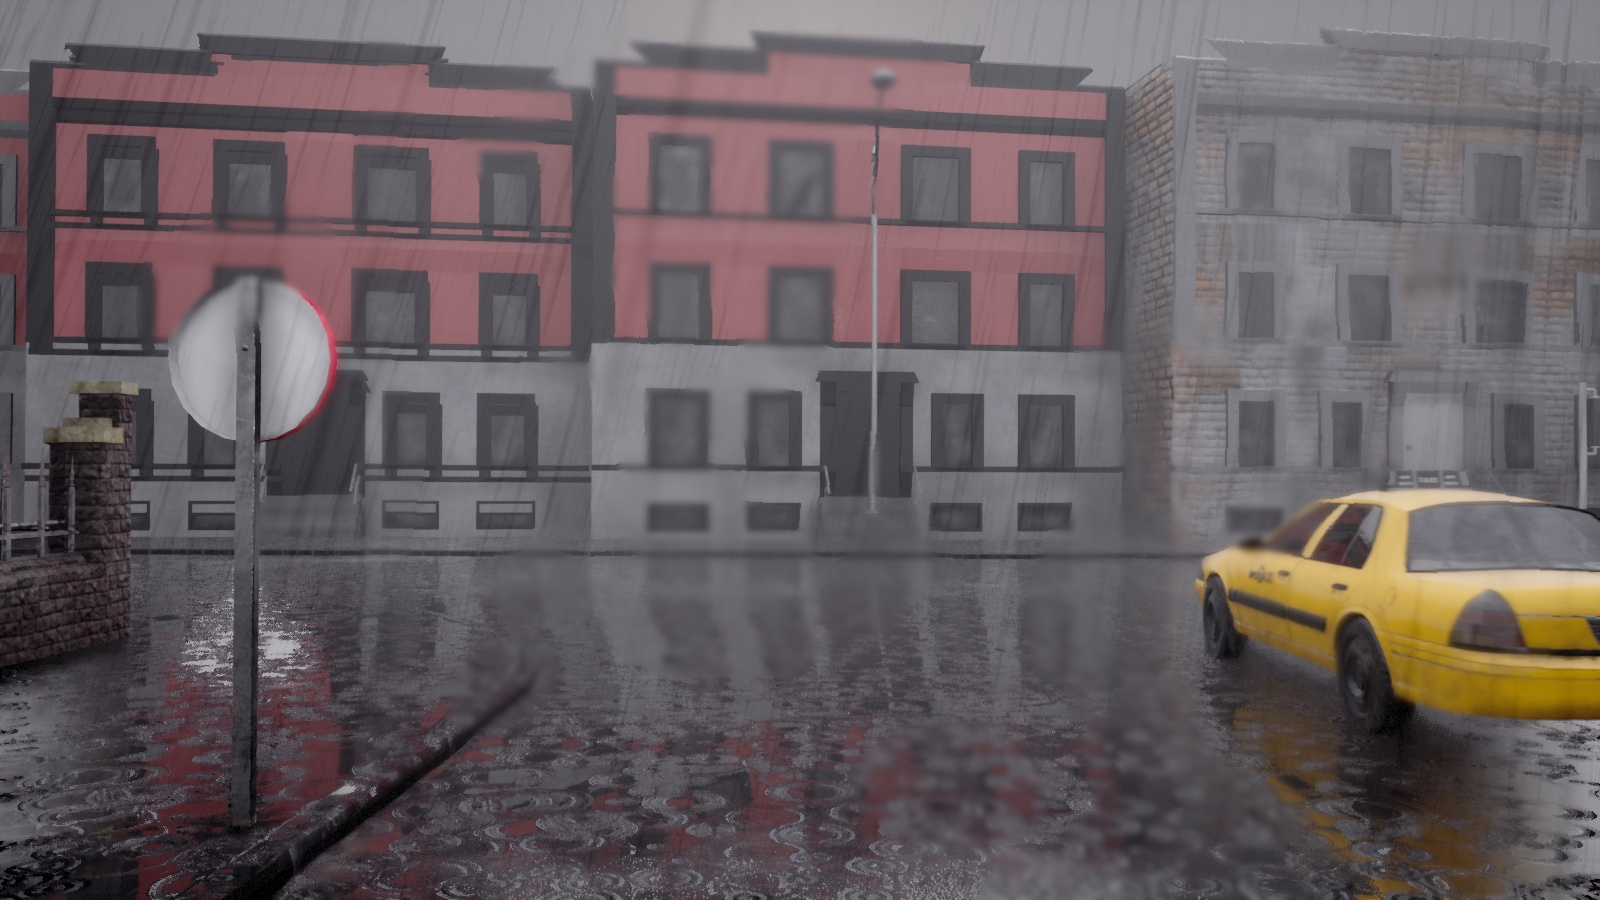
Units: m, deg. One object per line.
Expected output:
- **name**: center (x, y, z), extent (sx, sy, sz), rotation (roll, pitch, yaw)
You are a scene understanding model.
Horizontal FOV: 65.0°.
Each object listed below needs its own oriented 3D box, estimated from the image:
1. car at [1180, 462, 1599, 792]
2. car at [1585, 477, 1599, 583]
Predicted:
- **car**: center (4.265, 0.883, 8.676), extent (1.801, 1.575, 5.366), rotation (0, -1, 2)
- **car**: center (13.149, 1.062, 16.385), extent (4.674, 1.442, 1.812), rotation (0, -1, -1)
